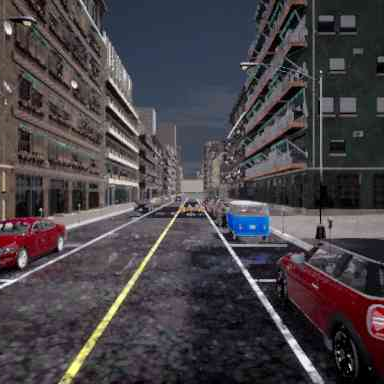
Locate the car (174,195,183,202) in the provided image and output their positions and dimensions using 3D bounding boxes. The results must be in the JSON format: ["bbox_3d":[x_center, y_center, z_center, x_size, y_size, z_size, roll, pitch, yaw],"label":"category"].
[{"bbox_3d":[-3.001,1.420,75.959,1.837,1.490,4.892,0,0,0],"label":"car"}]

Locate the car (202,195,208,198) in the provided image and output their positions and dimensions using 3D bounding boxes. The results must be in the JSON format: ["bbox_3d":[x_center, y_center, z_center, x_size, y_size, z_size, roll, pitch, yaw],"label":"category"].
[{"bbox_3d":[2.693,1.295,50.461,2.192,1.841,5.009,0,0,0],"label":"car"}]

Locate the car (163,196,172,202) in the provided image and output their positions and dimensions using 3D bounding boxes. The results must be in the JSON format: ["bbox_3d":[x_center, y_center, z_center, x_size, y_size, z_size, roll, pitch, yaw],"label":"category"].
[{"bbox_3d":[-5.690,1.541,78.648,1.802,1.307,4.206,0,0,0],"label":"car"}]

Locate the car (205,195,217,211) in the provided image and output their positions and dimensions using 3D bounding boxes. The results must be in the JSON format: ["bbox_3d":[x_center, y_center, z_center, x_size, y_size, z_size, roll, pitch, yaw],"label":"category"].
[{"bbox_3d":[2.692,1.429,33.553,1.967,1.590,4.097,0,0,0],"label":"car"}]

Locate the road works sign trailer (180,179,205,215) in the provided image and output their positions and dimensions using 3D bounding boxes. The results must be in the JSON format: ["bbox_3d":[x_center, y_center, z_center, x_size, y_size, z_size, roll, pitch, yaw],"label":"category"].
[{"bbox_3d":[0.000,0.454,33.684,2.380,3.560,2.880,0,0,0],"label":"road works sign trailer"}]

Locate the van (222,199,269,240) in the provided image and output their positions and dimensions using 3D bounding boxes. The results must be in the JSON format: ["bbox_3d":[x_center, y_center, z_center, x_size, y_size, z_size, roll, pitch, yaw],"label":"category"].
[{"bbox_3d":[2.692,1.337,16.643,1.690,1.788,3.998,0,0,0],"label":"van"}]

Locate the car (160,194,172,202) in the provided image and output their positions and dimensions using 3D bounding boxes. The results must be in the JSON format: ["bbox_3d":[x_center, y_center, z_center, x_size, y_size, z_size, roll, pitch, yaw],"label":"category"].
[{"bbox_3d":[-5.688,1.278,73.011,2.192,1.841,5.009,0,0,0],"label":"car"}]

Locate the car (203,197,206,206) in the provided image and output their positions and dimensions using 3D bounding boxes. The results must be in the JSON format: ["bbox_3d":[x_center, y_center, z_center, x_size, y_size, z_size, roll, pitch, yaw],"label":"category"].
[{"bbox_3d":[2.692,1.537,39.188,2.008,1.369,4.403,0,0,0],"label":"car"}]

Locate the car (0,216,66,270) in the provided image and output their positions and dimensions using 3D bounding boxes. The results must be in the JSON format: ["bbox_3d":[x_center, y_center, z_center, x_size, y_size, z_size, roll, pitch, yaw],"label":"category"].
[{"bbox_3d":[-5.689,1.542,11.010,1.887,1.381,4.507,0,0,0],"label":"car"}]

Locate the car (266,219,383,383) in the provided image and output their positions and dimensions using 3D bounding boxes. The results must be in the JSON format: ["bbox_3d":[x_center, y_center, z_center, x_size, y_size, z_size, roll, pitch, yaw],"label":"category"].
[{"bbox_3d":[2.692,1.439,5.370,1.967,1.590,4.097,0,0,0],"label":"car"}]

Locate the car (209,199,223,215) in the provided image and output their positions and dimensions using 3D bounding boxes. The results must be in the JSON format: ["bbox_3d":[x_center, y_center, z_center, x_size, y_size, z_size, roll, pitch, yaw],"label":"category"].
[{"bbox_3d":[2.692,1.536,27.916,1.887,1.381,4.507,0,0,0],"label":"car"}]

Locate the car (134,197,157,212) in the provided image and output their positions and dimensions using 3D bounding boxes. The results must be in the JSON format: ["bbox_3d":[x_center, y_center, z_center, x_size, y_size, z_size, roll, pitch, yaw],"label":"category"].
[{"bbox_3d":[-5.689,1.552,39.191,1.947,1.339,4.313,0,0,0],"label":"car"}]

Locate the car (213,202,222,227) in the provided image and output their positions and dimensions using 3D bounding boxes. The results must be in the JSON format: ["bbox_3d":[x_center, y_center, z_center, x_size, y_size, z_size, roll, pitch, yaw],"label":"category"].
[{"bbox_3d":[2.691,1.560,22.280,1.947,1.339,4.313,0,0,0],"label":"car"}]

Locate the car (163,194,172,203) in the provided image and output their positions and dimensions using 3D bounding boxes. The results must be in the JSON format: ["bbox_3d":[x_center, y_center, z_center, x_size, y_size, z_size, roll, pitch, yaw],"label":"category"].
[{"bbox_3d":[-5.689,1.408,67.375,1.967,1.590,4.097,0,0,0],"label":"car"}]

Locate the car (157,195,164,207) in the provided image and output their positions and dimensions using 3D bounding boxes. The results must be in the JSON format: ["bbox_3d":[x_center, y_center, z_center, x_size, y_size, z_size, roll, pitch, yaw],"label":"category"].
[{"bbox_3d":[-5.689,1.505,50.295,1.752,1.417,4.829,0,0,0],"label":"car"}]
